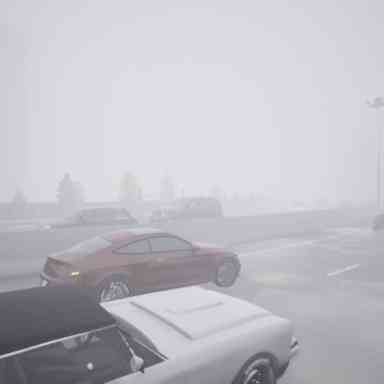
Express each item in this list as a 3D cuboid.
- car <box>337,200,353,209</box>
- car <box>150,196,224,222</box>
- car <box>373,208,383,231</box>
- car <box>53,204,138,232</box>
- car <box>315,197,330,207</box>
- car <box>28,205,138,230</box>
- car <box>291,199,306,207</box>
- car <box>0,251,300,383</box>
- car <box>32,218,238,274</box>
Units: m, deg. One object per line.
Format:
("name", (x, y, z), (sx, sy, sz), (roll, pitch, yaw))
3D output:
("car", (21.735, 1.767, 47.130), (1.994, 1.385, 4.181), (0, 0, 26))
("car", (-0.184, 1.324, 22.408), (5.566, 2.045, 2.150), (0, 0, -44))
("car", (12.444, 1.612, 20.248), (1.812, 1.442, 4.674), (0, 0, 42))
("car", (-6.183, 1.594, 21.697), (4.902, 1.511, 2.128), (0, 0, -42))
("car", (22.224, 1.597, 56.528), (2.097, 1.767, 4.553), (0, 0, 24))
("car", (-4.479, 1.419, 14.046), (4.553, 1.767, 2.097), (0, 0, -39))
("car", (17.695, 1.803, 54.983), (1.994, 1.385, 4.181), (0, 0, 25))
("car", (-1.117, 1.617, 3.108), (4.718, 1.301, 1.895), (0, 0, -36))
("car", (-0.939, 1.562, 7.658), (4.674, 1.442, 1.812), (0, 0, -37))
